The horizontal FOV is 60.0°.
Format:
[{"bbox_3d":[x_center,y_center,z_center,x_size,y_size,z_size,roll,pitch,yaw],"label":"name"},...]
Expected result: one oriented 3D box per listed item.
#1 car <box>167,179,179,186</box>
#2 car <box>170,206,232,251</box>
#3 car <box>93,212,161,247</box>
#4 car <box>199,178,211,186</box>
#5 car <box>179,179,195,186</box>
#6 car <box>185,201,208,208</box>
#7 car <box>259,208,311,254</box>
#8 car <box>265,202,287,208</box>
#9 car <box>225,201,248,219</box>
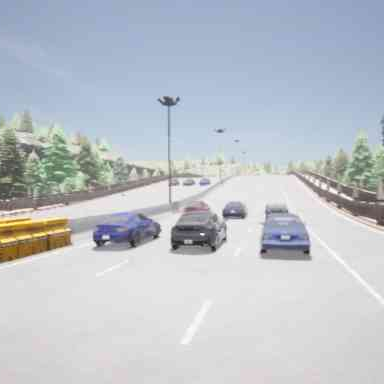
[{"bbox_3d":[-4.076,-2.078,72.957,1.812,1.442,4.674,-1,6,13],"label":"car"},{"bbox_3d":[0.422,1.611,14.858,1.837,1.490,4.892,-1,0,13],"label":"car"},{"bbox_3d":[-2.958,1.679,15.769,1.812,1.442,4.674,-1,0,13],"label":"car"},{"bbox_3d":[2.739,-2.223,71.366,1.882,1.535,5.008,-1,6,13],"label":"car"},{"bbox_3d":[-0.667,-2.112,72.165,2.033,1.411,5.357,-1,6,13],"label":"car"},{"bbox_3d":[0.439,1.521,30.351,1.812,1.442,4.674,-1,2,13],"label":"car"},{"bbox_3d":[3.756,1.600,13.756,2.033,1.411,5.357,-1,0,13],"label":"car"},{"bbox_3d":[7.196,1.507,28.510,1.895,1.301,4.718,-1,2,13],"label":"car"},{"bbox_3d":[3.828,1.514,29.481,1.994,1.385,4.181,-1,2,13],"label":"car"}]
